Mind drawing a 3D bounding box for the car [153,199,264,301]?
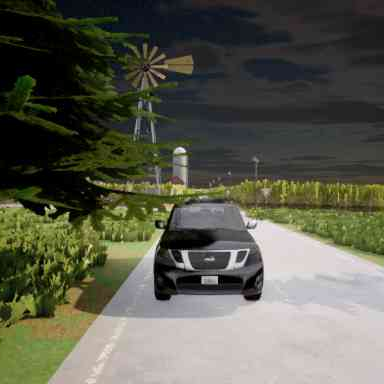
[{"bbox_3d":[0.334,1.221,8.702,2.150,2.045,5.566,0,0,0],"label":"car"}]
